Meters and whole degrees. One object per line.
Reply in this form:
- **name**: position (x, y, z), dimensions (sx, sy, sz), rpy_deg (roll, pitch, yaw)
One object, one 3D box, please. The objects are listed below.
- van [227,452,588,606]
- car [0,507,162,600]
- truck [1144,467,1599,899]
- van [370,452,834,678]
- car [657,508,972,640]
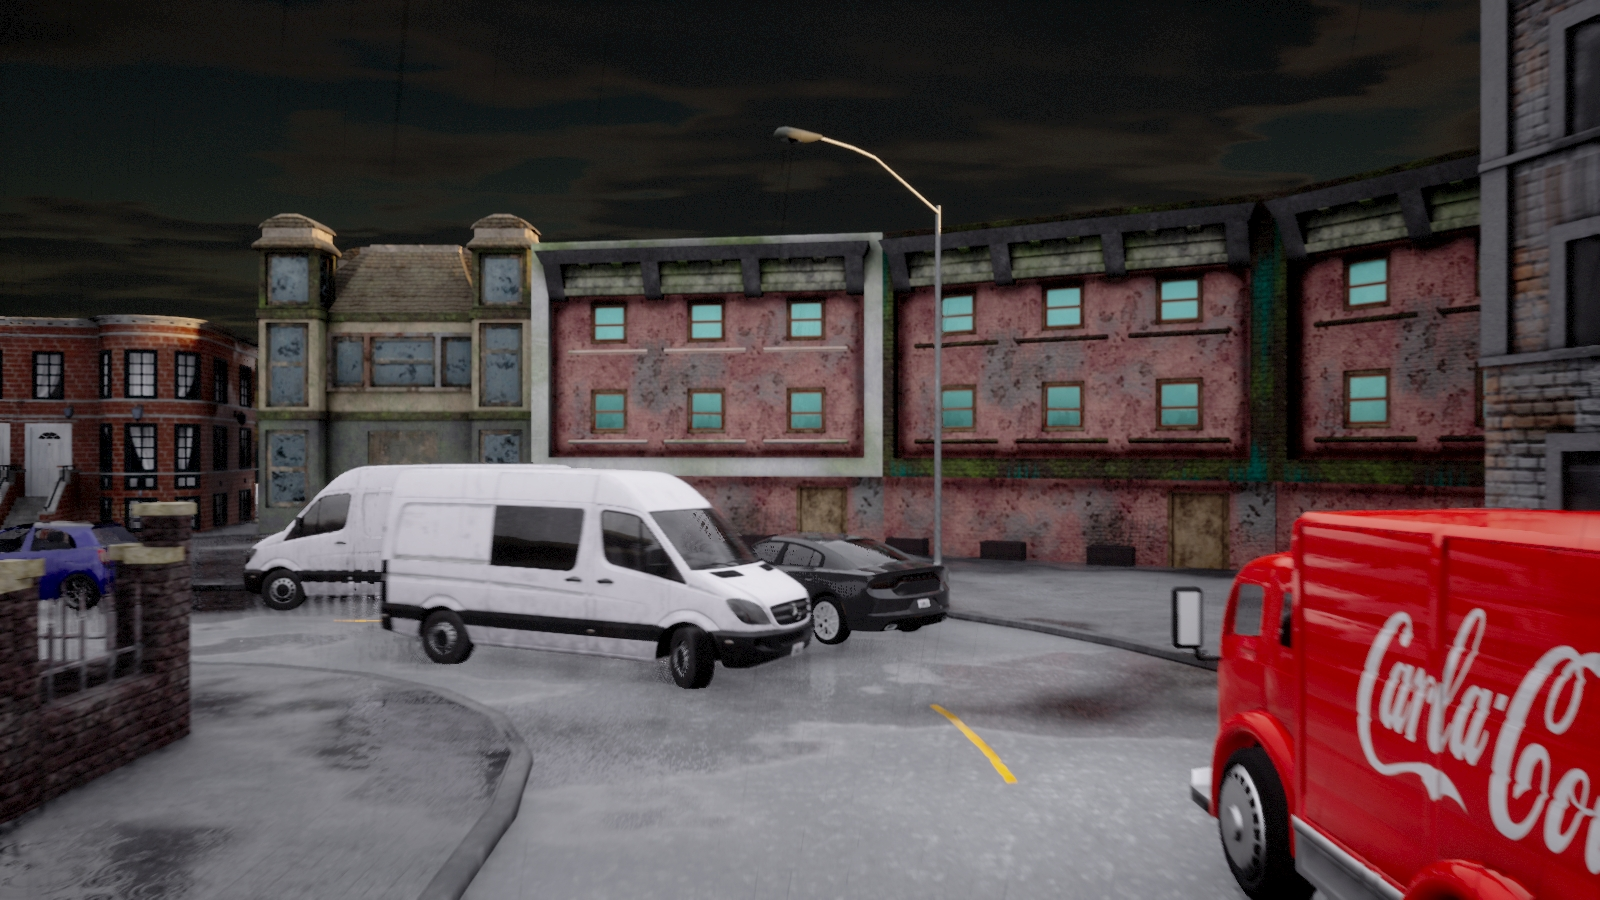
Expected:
- **van**: position (-6.987, 1.316, 20.567), dimensions (5.915, 2.561, 1.988), rpy_deg (0, 0, 10)
- **car**: position (-13.792, 1.819, 20.510), dimensions (3.633, 1.501, 1.845), rpy_deg (0, 0, -1)
- **truck**: position (3.851, 1.332, 5.703), dimensions (2.627, 2.467, 5.204), rpy_deg (0, -1, -1)
- **van**: position (-2.676, 1.317, 15.052), dimensions (5.915, 2.561, 1.988), rpy_deg (0, -1, 25)
- **car**: position (0.074, 1.817, 18.094), dimensions (2.097, 1.535, 5.006), rpy_deg (0, 0, -43)
